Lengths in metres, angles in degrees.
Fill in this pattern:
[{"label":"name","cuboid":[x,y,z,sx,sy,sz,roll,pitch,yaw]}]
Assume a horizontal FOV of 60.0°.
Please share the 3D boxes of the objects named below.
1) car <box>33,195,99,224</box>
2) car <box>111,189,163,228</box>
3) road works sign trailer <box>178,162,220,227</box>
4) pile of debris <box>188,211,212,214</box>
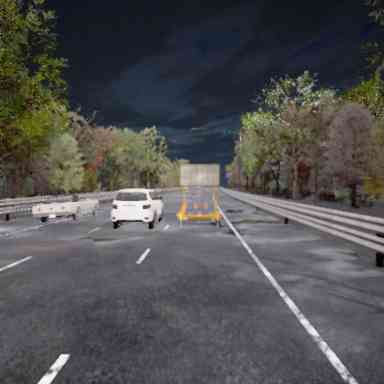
[{"label":"car","cuboid":[-6.556,0.813,17.919,1.895,1.301,4.718,-4,1,1]},{"label":"car","cuboid":[-2.962,0.839,18.939,2.150,2.045,5.566,0,1,2]},{"label":"road works sign trailer","cuboid":[0.447,0.076,19.372,2.380,3.560,2.880,0,1,2]},{"label":"pile of debris","cuboid":[0.658,1.635,26.407,1.860,0.140,1.500,0,1,2]}]
